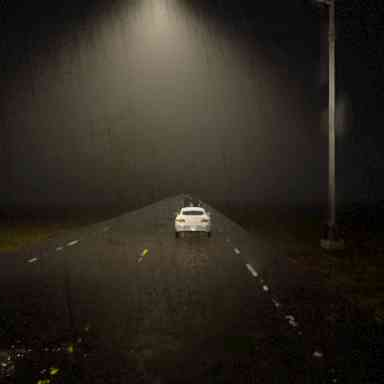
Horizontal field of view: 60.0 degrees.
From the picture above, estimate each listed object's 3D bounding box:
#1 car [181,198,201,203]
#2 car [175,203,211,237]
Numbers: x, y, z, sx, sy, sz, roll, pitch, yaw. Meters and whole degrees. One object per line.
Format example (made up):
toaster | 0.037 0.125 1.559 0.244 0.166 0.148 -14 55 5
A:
car | -0.082 1.388 35.211 2.097 1.767 4.553 0 0 -1
car | 0.046 1.544 18.233 1.812 1.442 4.674 0 0 0
